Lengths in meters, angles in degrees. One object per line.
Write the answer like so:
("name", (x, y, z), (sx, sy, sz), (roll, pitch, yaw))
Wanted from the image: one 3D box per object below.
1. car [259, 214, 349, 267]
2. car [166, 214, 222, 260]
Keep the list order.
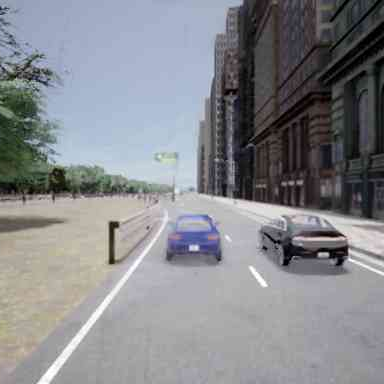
("car", (3.571, 1.496, 11.428), (2.128, 1.511, 4.902), (0, 0, 0))
("car", (0.076, 1.530, 12.366), (1.812, 1.442, 4.674), (0, 0, 0))
